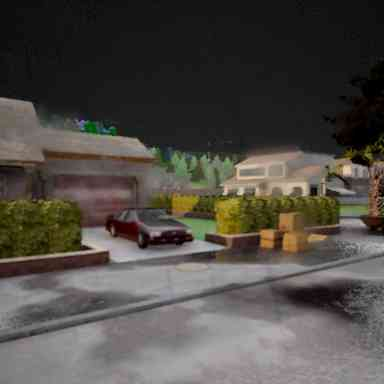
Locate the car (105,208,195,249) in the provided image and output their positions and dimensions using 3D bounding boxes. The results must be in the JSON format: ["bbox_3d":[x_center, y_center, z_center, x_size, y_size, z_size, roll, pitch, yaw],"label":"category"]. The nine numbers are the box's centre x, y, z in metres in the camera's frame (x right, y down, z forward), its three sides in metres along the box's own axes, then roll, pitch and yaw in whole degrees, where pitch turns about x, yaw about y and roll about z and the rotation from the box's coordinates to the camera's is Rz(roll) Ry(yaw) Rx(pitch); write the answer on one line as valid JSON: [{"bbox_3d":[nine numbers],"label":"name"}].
[{"bbox_3d":[-2.024,1.375,13.951,2.033,1.415,5.357,0,0,-33],"label":"car"}]
